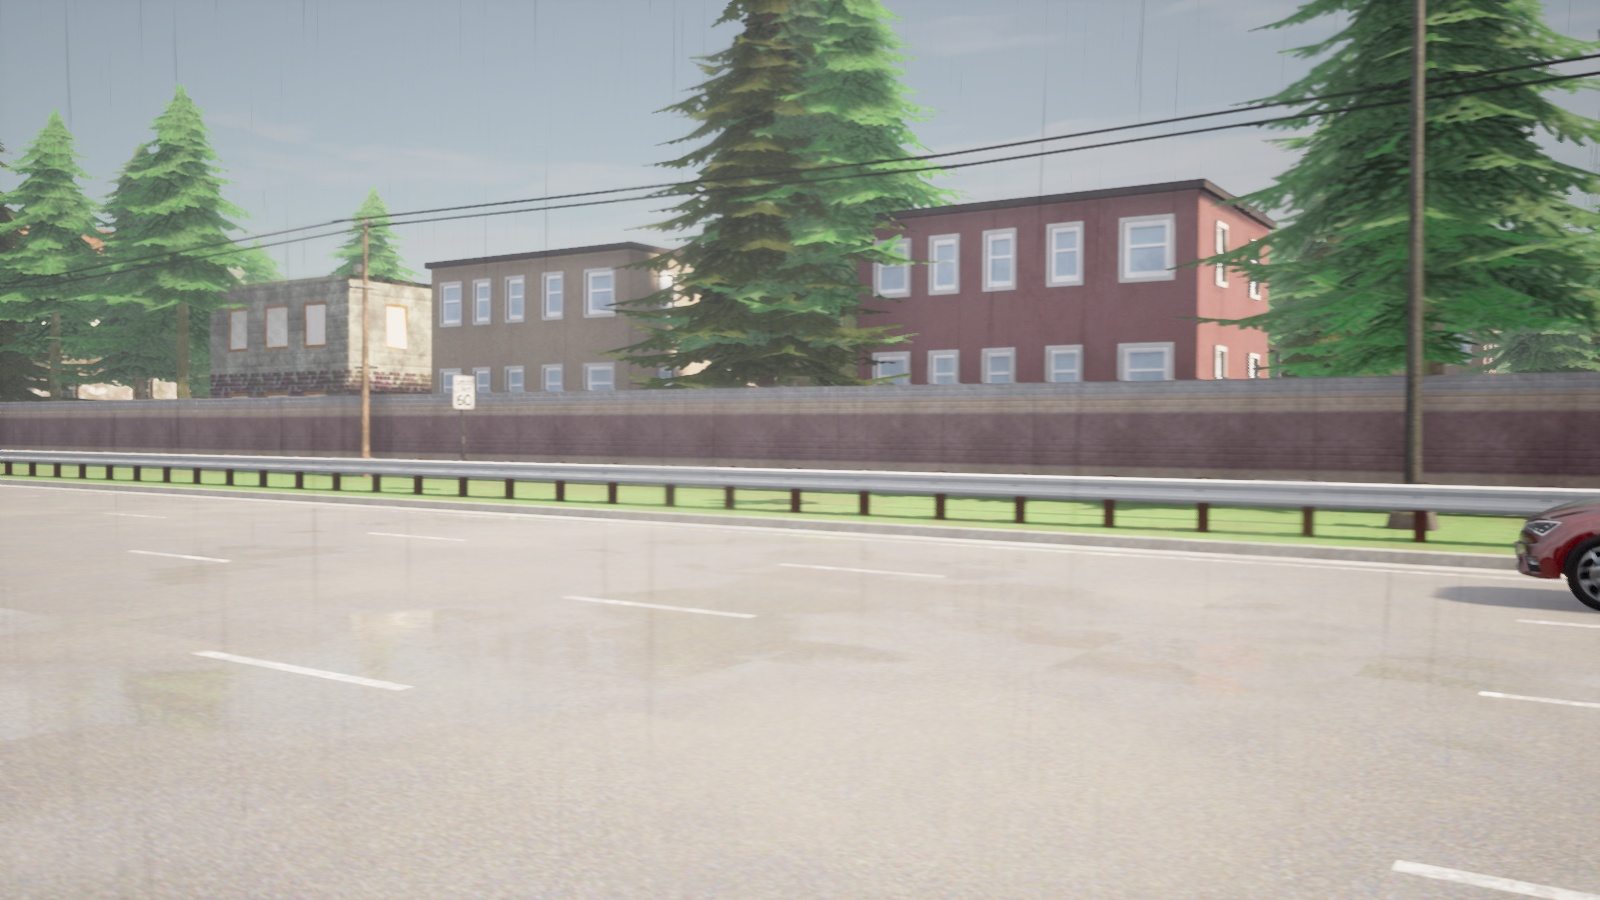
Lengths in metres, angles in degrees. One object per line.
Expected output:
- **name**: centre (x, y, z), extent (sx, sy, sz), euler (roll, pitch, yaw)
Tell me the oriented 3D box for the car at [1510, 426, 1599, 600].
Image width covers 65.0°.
- **car**: centre (8.471, 0.516, 10.600), extent (4.193, 1.474, 1.816), euler (0, 1, 34)
